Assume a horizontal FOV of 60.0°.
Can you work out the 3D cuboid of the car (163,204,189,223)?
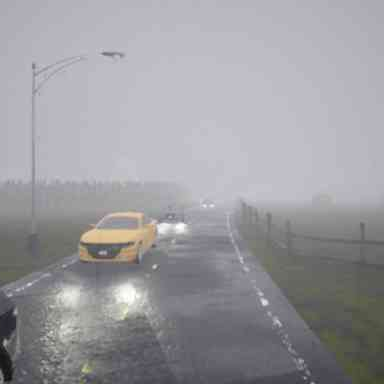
[{"bbox_3d":[-1.373,1.598,25.829,1.994,1.385,4.181,0,0,6],"label":"car"}]

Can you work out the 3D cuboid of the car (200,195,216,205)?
[{"bbox_3d":[3.014,1.658,60.200,1.994,1.385,4.181,0,0,7],"label":"car"}]

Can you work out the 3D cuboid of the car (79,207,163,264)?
[{"bbox_3d":[-2.445,1.492,12.107,1.882,1.535,5.008,0,0,3],"label":"car"}]

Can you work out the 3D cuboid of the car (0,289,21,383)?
[{"bbox_3d":[-2.773,1.490,1.611,2.128,1.511,4.902,0,0,1],"label":"car"}]

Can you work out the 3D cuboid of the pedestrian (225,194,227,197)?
[{"bbox_3d":[9.321,1.454,91.367,0.375,1.860,0.375,0,0,-8],"label":"pedestrian"}]
